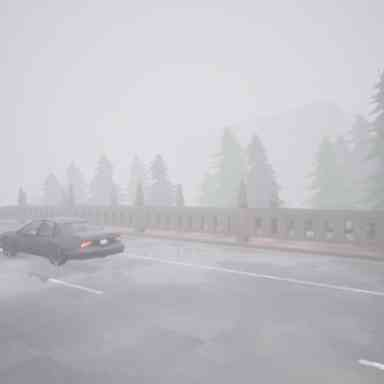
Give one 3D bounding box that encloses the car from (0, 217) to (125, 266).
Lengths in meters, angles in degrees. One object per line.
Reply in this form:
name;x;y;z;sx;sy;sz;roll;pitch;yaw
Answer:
car;-4.744;1.588;11.686;5.357;1.411;2.033;0;0;36
